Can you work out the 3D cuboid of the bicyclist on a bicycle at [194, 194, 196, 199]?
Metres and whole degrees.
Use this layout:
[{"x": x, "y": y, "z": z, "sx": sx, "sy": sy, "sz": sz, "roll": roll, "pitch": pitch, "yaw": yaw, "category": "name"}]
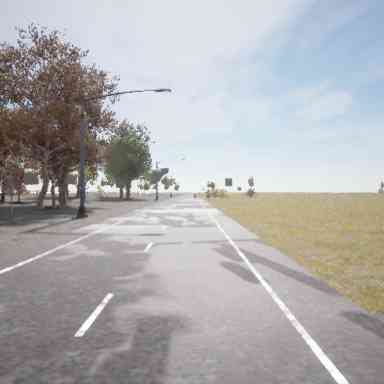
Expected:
[{"x": 0.970, "y": 1.496, "z": 95.487, "sx": 0.582, "sy": 1.620, "sz": 1.656, "roll": 1, "pitch": 0, "yaw": 0, "category": "bicyclist on a bicycle"}]
